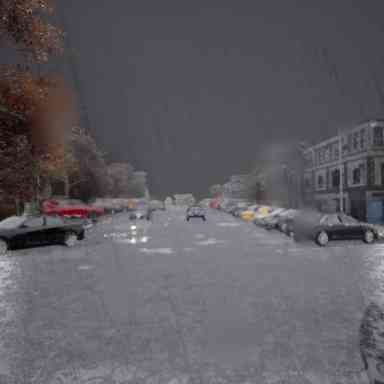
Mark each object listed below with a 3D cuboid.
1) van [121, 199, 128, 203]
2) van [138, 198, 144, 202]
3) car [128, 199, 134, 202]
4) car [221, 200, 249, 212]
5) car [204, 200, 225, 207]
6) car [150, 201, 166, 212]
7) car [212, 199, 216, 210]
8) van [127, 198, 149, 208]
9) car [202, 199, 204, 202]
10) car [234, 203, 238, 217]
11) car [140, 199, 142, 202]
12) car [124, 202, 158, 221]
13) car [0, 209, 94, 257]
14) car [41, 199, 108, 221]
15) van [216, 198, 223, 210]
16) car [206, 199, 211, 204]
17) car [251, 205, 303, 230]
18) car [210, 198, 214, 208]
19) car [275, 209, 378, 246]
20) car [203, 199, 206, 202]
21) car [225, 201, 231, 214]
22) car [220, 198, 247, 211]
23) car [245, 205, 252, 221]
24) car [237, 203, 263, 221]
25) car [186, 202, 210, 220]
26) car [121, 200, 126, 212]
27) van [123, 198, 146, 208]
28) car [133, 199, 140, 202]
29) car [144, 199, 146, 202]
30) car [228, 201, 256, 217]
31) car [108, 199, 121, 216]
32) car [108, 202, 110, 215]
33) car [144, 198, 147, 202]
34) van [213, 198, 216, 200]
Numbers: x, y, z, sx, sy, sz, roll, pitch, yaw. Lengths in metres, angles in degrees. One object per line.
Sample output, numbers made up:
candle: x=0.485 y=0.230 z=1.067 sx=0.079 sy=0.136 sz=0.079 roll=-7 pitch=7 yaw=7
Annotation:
van: x=-11.490 y=1.931 z=45.562 sx=4.442 sy=1.987 sz=1.878 roll=0 pitch=-1 yaw=-21
van: x=-11.565 y=2.173 z=60.374 sx=4.442 sy=1.987 sz=1.878 roll=0 pitch=-1 yaw=-21
car: x=-11.432 y=2.202 z=48.550 sx=4.892 sy=1.521 sz=2.231 roll=0 pitch=-1 yaw=-21
car: x=6.548 y=2.114 z=40.064 sx=4.892 sy=1.521 sz=2.231 roll=1 pitch=-1 yaw=-21
car: x=5.710 y=2.923 z=84.060 sx=4.792 sy=1.488 sz=2.163 roll=1 pitch=-2 yaw=-21
car: x=-5.172 y=2.360 z=52.615 sx=1.994 sy=1.385 sz=4.181 roll=0 pitch=-1 yaw=0
car: x=6.307 y=2.294 z=51.795 sx=5.008 sy=1.535 sz=2.097 roll=1 pitch=-1 yaw=-21
van: x=-11.793 y=2.392 z=72.146 sx=4.442 sy=1.987 sz=1.878 roll=0 pitch=-1 yaw=-21
car: x=5.917 y=2.836 z=81.181 sx=5.366 sy=1.575 sz=1.946 roll=1 pitch=-2 yaw=-21
car: x=6.716 y=2.024 z=31.263 sx=4.674 sy=1.452 sz=2.002 roll=1 pitch=-1 yaw=-21
car: x=-11.608 y=2.387 z=57.376 sx=4.674 sy=1.452 sz=2.002 roll=0 pitch=-1 yaw=-21
car: x=-4.817 y=1.975 z=32.094 sx=2.128 sy=1.511 sz=4.902 roll=0 pitch=-1 yaw=-1
car: x=-6.842 y=1.661 z=13.875 sx=1.882 sy=1.535 sz=5.008 roll=1 pitch=-1 yaw=33
car: x=-11.074 y=1.685 z=30.907 sx=5.566 sy=2.045 sz=2.435 roll=0 pitch=-1 yaw=-21
van: x=6.268 y=2.019 z=48.820 sx=4.442 sy=1.987 sz=1.878 roll=1 pitch=-1 yaw=-21
car: x=6.115 y=2.246 z=63.542 sx=5.566 sy=2.045 sz=2.435 roll=1 pitch=-1 yaw=-21
car: x=6.892 y=1.856 z=22.465 sx=4.892 sy=1.521 sz=2.231 roll=1 pitch=-1 yaw=-21
car: x=6.172 y=2.266 z=57.654 sx=4.553 sy=1.767 sz=2.185 roll=1 pitch=-1 yaw=-21
car: x=6.996 y=1.770 z=16.603 sx=4.892 sy=1.521 sz=2.231 roll=1 pitch=-1 yaw=-21
car: x=6.030 y=2.719 z=75.322 sx=5.366 sy=1.575 sz=1.946 roll=1 pitch=-2 yaw=-21
car: x=6.572 y=2.099 z=37.117 sx=4.792 sy=1.488 sz=2.163 roll=1 pitch=-1 yaw=-21
car: x=6.518 y=2.032 z=43.006 sx=4.553 sy=1.767 sz=2.185 roll=1 pitch=-1 yaw=-21
car: x=6.830 y=1.938 z=25.397 sx=4.674 sy=1.452 sz=2.002 roll=1 pitch=-1 yaw=-21
car: x=6.941 y=1.942 z=28.403 sx=5.366 sy=1.575 sz=1.946 roll=1 pitch=-1 yaw=-21
car: x=0.347 y=2.066 z=33.665 sx=2.033 sy=1.411 sz=5.357 roll=0 pitch=-1 yaw=-1
car: x=-11.353 y=2.140 z=42.651 sx=4.792 sy=1.488 sz=2.163 roll=0 pitch=-1 yaw=-21
van: x=-11.951 y=2.337 z=69.110 sx=4.442 sy=1.987 sz=1.878 roll=0 pitch=-1 yaw=-21
car: x=-11.325 y=2.245 z=51.562 sx=5.366 sy=1.575 sz=1.946 roll=0 pitch=-1 yaw=-21
car: x=-11.729 y=2.492 z=63.268 sx=4.674 sy=1.452 sz=2.002 roll=0 pitch=-1 yaw=-21
car: x=6.667 y=2.028 z=34.194 sx=4.892 sy=1.521 sz=2.231 roll=1 pitch=-1 yaw=-21
car: x=-11.242 y=1.941 z=39.733 sx=4.553 sy=1.767 sz=2.185 roll=0 pitch=-1 yaw=-21
car: x=-11.179 y=2.010 z=33.819 sx=4.792 sy=1.488 sz=2.163 roll=0 pitch=-1 yaw=-21
car: x=-11.789 y=2.546 z=66.212 sx=4.674 sy=1.452 sz=2.002 roll=0 pitch=-1 yaw=-21
van: x=6.367 y=2.120 z=54.777 sx=4.442 sy=1.987 sz=1.878 roll=1 pitch=-1 yaw=-21
